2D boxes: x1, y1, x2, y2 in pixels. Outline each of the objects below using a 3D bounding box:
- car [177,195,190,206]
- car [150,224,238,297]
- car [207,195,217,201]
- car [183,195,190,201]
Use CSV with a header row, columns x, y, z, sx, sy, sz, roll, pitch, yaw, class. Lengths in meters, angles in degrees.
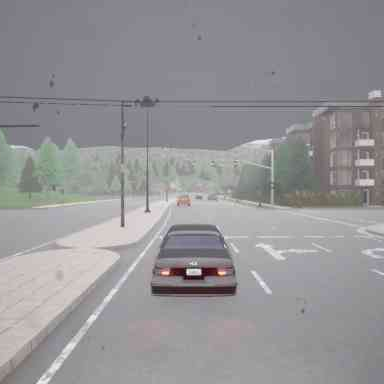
x,y,z,sx,sy,sz,roll,pitch,yaw,class
-1.358,1.352,54.503,2.097,1.767,4.553,0,0,-1,car
0.042,1.547,8.758,2.033,1.411,5.357,0,0,0,car
5.478,1.539,85.374,2.033,1.411,5.357,0,0,0,car
-1.527,1.523,87.611,1.812,1.442,4.674,0,0,0,car
